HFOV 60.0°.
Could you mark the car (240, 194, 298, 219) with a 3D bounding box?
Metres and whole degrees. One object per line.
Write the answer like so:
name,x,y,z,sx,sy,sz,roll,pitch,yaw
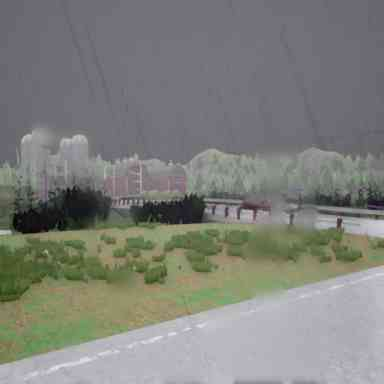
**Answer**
car,5.813,1.017,25.443,2.097,1.767,4.553,0,2,-34
